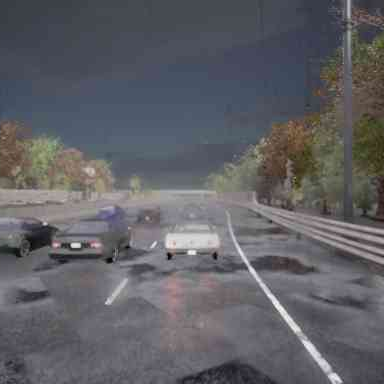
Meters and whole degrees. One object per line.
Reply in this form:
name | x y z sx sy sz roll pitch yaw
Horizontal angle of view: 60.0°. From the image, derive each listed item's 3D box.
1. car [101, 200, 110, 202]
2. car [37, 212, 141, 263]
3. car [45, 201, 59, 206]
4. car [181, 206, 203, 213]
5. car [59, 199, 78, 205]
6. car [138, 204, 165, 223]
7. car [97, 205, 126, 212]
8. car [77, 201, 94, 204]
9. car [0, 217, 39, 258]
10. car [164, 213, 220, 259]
car | -17.486 2.305 67.398 2.128 1.511 4.902 0 -1 0
car | -3.487 1.683 12.520 2.033 1.411 5.357 0 -1 0
car | -27.986 2.375 67.369 1.895 1.301 4.718 0 -1 0
car | 0.030 1.878 28.538 1.994 1.385 4.181 0 -1 1
car | -24.486 2.136 67.431 2.097 1.767 4.553 0 -1 0
car | -3.471 1.821 28.517 1.837 1.490 4.892 0 0 1
car | -6.966 1.844 28.893 1.812 1.442 4.674 0 0 1
car | -20.986 2.375 67.368 1.895 1.301 4.718 0 -1 0
car | -6.975 1.711 13.468 1.994 1.385 4.181 0 -1 1
car | 0.022 1.744 13.245 1.895 1.301 4.718 0 -1 1
